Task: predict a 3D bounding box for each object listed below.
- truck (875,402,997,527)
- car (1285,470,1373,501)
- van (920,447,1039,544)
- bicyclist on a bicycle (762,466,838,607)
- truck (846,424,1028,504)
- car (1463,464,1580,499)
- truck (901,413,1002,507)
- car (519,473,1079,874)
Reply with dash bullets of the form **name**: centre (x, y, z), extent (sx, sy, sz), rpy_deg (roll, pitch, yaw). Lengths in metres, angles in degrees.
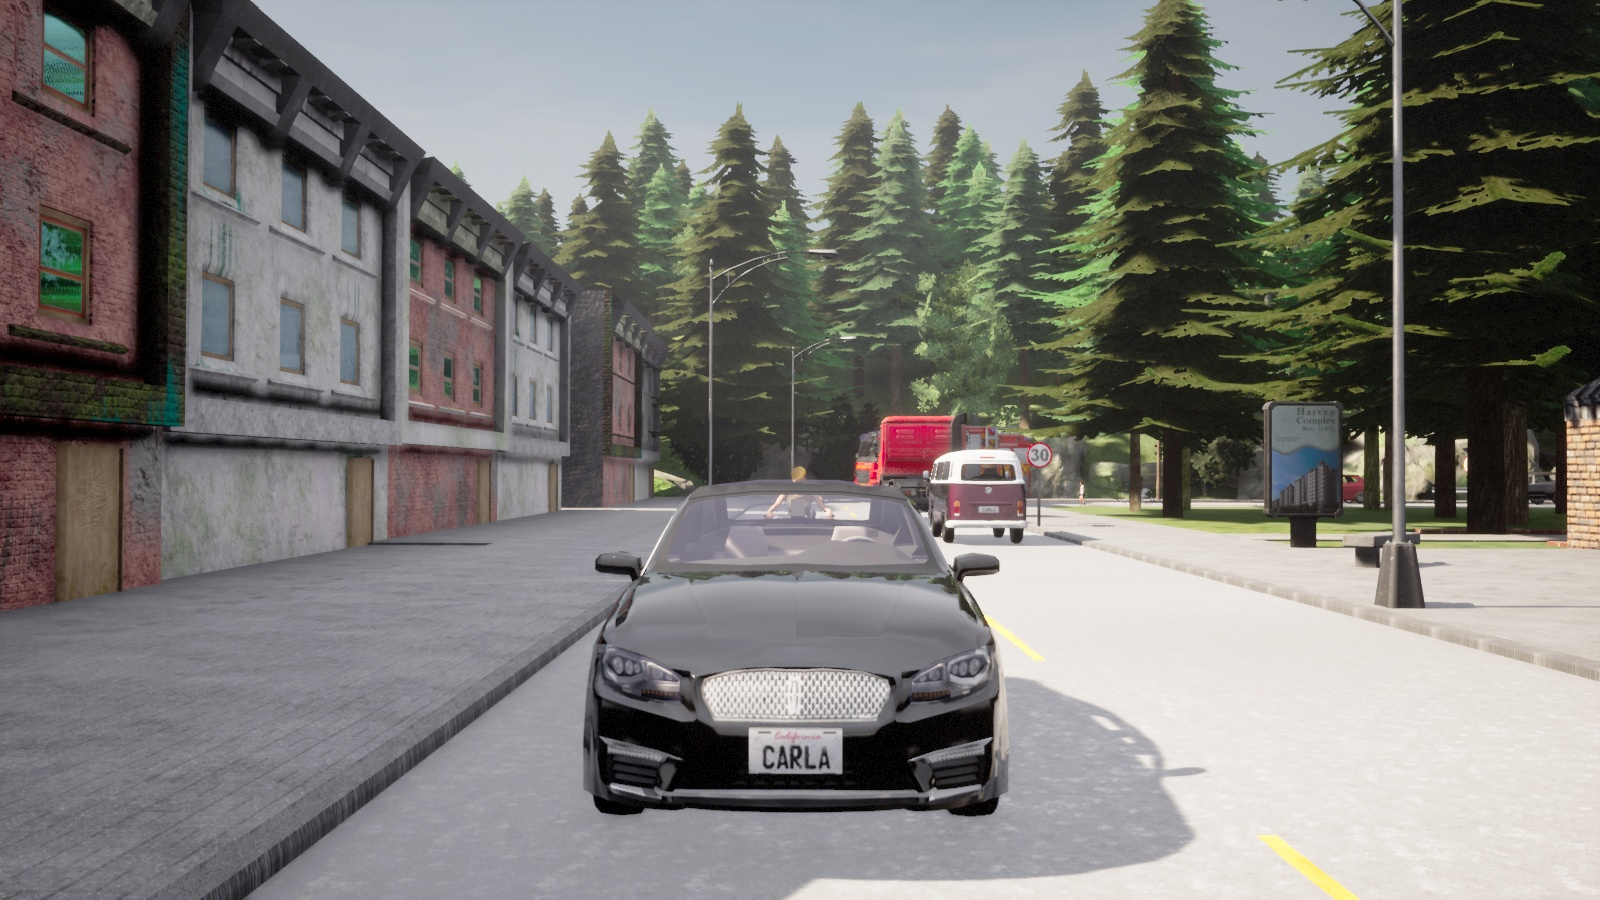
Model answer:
- **truck**: centre (4.011, 0.466, 38.741), extent (2.891, 3.462, 7.936), rpy_deg (0, -1, 0)
- **car**: centre (26.648, 1.784, 63.371), extent (3.633, 1.501, 1.845), rpy_deg (0, -1, 0)
- **van**: centre (4.006, 1.003, 28.737), extent (2.069, 2.038, 4.480), rpy_deg (0, -1, 0)
- **bicyclist on a bicycle**: centre (-0.002, 1.007, 15.207), extent (0.866, 1.612, 1.509), rpy_deg (0, 0, 0)
- **truck**: centre (6.773, 0.664, 62.106), extent (8.468, 3.827, 2.891), rpy_deg (0, 0, -16)
- **car**: centre (36.376, 1.571, 63.425), extent (4.611, 1.667, 2.242), rpy_deg (-1, -1, -1)
- **truck**: centre (6.640, 0.542, 56.326), extent (2.891, 3.827, 8.468), rpy_deg (-1, -2, -4)
- **car**: centre (-0.007, 0.892, 7.237), extent (2.128, 1.511, 4.902), rpy_deg (0, -1, 0)
